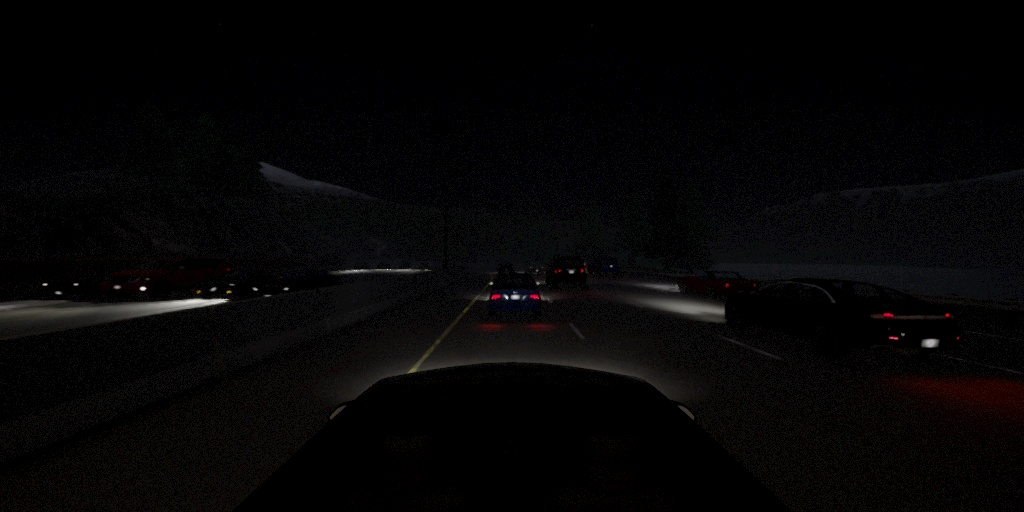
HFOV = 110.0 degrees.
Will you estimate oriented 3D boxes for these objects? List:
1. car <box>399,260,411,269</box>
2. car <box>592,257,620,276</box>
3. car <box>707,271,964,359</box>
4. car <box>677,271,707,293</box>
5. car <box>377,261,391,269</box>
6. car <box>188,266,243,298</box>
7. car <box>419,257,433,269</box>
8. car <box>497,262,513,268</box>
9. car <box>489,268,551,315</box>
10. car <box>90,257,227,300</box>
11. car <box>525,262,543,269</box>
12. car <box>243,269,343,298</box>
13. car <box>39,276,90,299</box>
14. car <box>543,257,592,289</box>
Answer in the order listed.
[{"bbox_3d":[-18.615,1.503,62.620,2.128,1.511,4.902,0,0,-14],"label":"car"},{"bbox_3d":[10.088,1.129,39.861,2.150,2.045,5.566,0,0,-4],"label":"car"},{"bbox_3d":[7.095,1.270,8.504,2.128,1.511,4.902,0,0,0],"label":"car"},{"bbox_3d":[10.606,1.421,18.897,1.895,1.301,4.718,0,0,0],"label":"car"},{"bbox_3d":[-21.954,1.562,61.547,1.994,1.385,4.181,0,0,-14],"label":"car"},{"bbox_3d":[-14.112,1.386,18.946,1.994,1.385,4.181,0,0,0],"label":"car"},{"bbox_3d":[-14.696,1.218,61.325,2.150,2.045,5.566,0,0,-13],"label":"car"},{"bbox_3d":[-0.866,1.450,43.981,1.812,1.442,4.674,0,0,-6],"label":"car"},{"bbox_3d":[0.104,1.347,13.768,2.033,1.411,5.357,0,0,0],"label":"car"},{"bbox_3d":[-17.602,1.044,18.746,2.150,2.045,5.566,0,0,0],"label":"car"},{"bbox_3d":[2.678,1.449,43.838,1.812,1.442,4.674,0,0,-6],"label":"car"},{"bbox_3d":[-10.595,1.366,18.276,2.033,1.411,5.357,0,0,0],"label":"car"},{"bbox_3d":[-21.101,1.423,18.895,1.895,1.301,4.718,0,0,0],"label":"car"},{"bbox_3d":[3.604,1.066,24.397,2.150,2.045,5.566,0,0,0],"label":"car"}]
